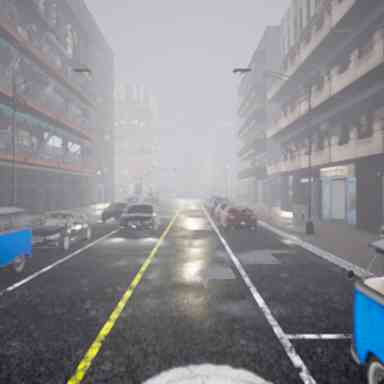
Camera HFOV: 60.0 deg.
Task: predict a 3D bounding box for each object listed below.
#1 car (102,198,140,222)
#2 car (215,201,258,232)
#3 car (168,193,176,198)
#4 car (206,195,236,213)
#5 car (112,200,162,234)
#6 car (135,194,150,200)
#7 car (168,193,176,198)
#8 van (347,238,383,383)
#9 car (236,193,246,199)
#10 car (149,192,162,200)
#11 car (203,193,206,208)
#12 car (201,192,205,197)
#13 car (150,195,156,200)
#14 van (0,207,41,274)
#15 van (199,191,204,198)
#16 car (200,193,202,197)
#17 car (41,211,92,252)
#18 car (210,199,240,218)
[{"bbox_3d":[-5.326,1.392,24.495,1.947,1.339,4.313,0,0,0],"label":"car"},{"bbox_3d":[2.557,1.410,18.904,1.887,1.381,4.507,0,0,0],"label":"car"},{"bbox_3d":[-5.319,0.876,90.663,1.887,1.381,4.507,0,0,0],"label":"car"},{"bbox_3d":[2.552,1.225,30.091,1.967,1.590,4.097,0,0,0],"label":"car"},{"bbox_3d":[-2.759,1.394,18.318,1.837,1.490,4.892,0,0,0],"label":"car"},{"bbox_3d":[-5.328,1.226,30.088,1.967,1.590,4.097,0,0,0],"label":"car"},{"bbox_3d":[-5.316,0.957,85.075,1.802,1.307,4.206,0,0,0],"label":"car"},{"bbox_3d":[2.563,1.325,2.120,1.690,1.788,3.998,0,0,0],"label":"van"},{"bbox_3d":[10.824,0.884,66.075,4.892,1.490,1.837,-1,1,-1],"label":"car"},{"bbox_3d":[-5.335,0.978,46.870,2.192,1.841,5.009,0,0,0],"label":"car"},{"bbox_3d":[2.550,1.184,35.685,1.967,1.590,4.097,0,0,0],"label":"car"},{"bbox_3d":[2.548,1.144,41.280,1.967,1.590,4.097,0,0,0],"label":"car"},{"bbox_3d":[-5.330,1.327,35.683,1.802,1.307,4.206,0,0,0],"label":"car"},{"bbox_3d":[-5.320,1.287,7.711,1.690,1.788,3.998,0,0,0],"label":"van"},{"bbox_3d":[2.531,0.716,84.915,1.690,1.788,3.998,0,0,0],"label":"van"},{"bbox_3d":[2.546,1.207,46.875,1.887,1.381,4.507,0,0,0],"label":"car"},{"bbox_3d":[-5.322,1.457,13.307,2.008,1.369,4.403,0,0,0],"label":"car"},{"bbox_3d":[2.555,1.407,24.498,1.802,1.307,4.206,0,0,0],"label":"car"}]
